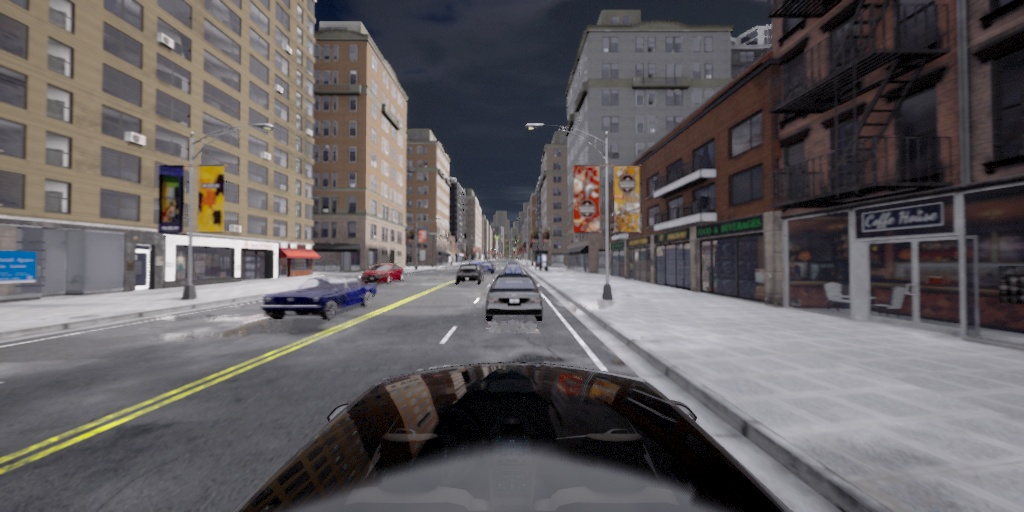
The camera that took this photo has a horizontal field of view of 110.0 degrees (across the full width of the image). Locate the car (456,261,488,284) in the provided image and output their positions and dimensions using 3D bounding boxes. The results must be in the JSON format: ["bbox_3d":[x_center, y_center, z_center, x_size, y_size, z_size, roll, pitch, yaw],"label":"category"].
[{"bbox_3d":[-3.147,1.352,27.647,1.837,1.490,4.892,0,0,0],"label":"car"}]

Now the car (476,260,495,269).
[{"bbox_3d":[-3.145,1.443,44.753,1.812,1.442,4.674,0,0,0],"label":"car"}]

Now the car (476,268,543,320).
[{"bbox_3d":[0.078,1.338,12.783,2.033,1.411,5.357,0,0,0],"label":"car"}]

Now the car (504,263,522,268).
[{"bbox_3d":[0.104,1.434,37.390,2.033,1.411,5.357,0,0,0],"label":"car"}]

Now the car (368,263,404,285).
[{"bbox_3d":[-9.847,1.326,27.735,1.882,1.535,5.008,0,0,0],"label":"car"}]

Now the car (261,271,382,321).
[{"bbox_3d":[-6.600,1.392,12.887,1.895,1.301,4.718,0,0,0],"label":"car"}]
